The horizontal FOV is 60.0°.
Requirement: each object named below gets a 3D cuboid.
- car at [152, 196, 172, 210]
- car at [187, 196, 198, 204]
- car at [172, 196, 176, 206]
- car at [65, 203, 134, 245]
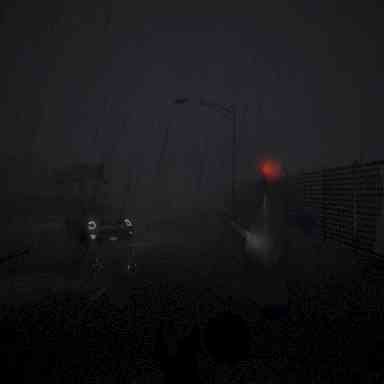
[{"bbox_3d":[-4.029,1.564,43.385,1.994,1.385,4.181,0,0,0],"label":"car"},{"bbox_3d":[0.102,1.505,63.183,1.837,1.490,4.892,0,0,0],"label":"car"},{"bbox_3d":[-4.006,1.478,53.457,1.882,1.535,5.008,0,0,0],"label":"car"},{"bbox_3d":[-4.465,1.353,15.628,2.097,1.767,4.553,-1,0,-34],"label":"car"}]
